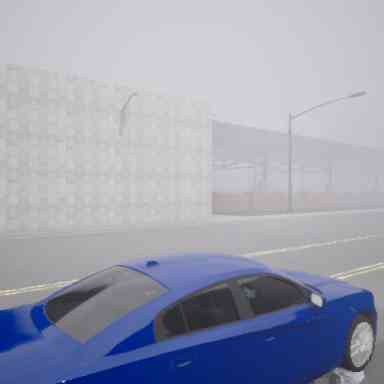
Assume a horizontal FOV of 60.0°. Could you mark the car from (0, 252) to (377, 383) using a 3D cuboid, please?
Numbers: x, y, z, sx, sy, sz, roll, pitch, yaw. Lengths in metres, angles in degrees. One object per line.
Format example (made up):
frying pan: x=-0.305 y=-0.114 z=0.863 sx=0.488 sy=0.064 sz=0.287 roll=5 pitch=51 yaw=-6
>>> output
car: x=0.262 y=1.480 z=3.938 sx=5.008 sy=1.535 sz=1.882 roll=0 pitch=0 yaw=-36
